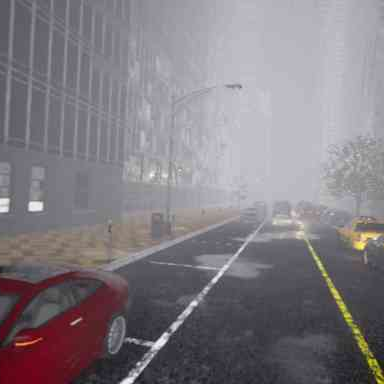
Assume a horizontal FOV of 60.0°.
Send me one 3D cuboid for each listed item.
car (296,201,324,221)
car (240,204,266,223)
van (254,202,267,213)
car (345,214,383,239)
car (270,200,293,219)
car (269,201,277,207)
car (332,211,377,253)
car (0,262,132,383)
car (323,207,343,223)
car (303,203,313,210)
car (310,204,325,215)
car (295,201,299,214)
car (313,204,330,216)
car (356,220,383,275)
[{"bbox_3d":[13.459,2.291,38.167,2.097,1.767,4.553,2,0,16],"label":"car"},{"bbox_3d":[5.527,2.077,31.007,2.008,1.369,4.403,2,-1,16],"label":"car"},{"bbox_3d":[8.579,2.094,41.978,1.690,1.788,3.998,2,0,16],"label":"van"},{"bbox_3d":[12.071,2.333,23.275,1.802,1.307,4.206,2,-1,16],"label":"car"},{"bbox_3d":[11.044,2.074,40.792,2.150,2.045,5.566,2,0,16],"label":"car"},{"bbox_3d":[22.264,3.260,91.338,1.887,1.381,4.507,3,0,16],"label":"car"},{"bbox_3d":[8.149,1.964,15.805,1.801,1.575,5.366,2,-1,16],"label":"car"},{"bbox_3d":[-2.079,1.522,3.585,1.802,1.307,4.206,2,-1,16],"label":"car"},{"bbox_3d":[15.115,2.532,34.244,2.008,1.369,4.403,2,0,16],"label":"car"},{"bbox_3d":[27.286,3.393,78.119,1.887,1.381,4.507,3,0,16],"label":"car"},{"bbox_3d":[21.205,2.861,56.182,1.967,1.590,4.097,3,0,16],"label":"car"},{"bbox_3d":[16.534,2.384,49.369,2.150,2.045,5.566,2,0,16],"label":"car"},{"bbox_3d":[19.684,2.752,50.698,1.967,1.590,4.097,3,0,16],"label":"car"},{"bbox_3d":[6.493,1.886,9.841,1.837,1.490,4.892,2,-1,16],"label":"car"}]
